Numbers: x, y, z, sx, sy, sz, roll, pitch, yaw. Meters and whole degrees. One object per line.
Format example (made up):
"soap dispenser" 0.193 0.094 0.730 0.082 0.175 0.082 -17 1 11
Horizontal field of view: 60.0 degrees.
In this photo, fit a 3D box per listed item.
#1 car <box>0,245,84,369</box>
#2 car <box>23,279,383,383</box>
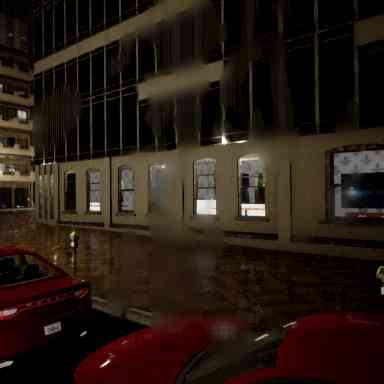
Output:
"car" -3.528 1.546 5.396 4.507 1.381 1.887 0 -1 35
"car" 1.047 1.545 2.137 4.507 1.381 1.887 0 -1 35
